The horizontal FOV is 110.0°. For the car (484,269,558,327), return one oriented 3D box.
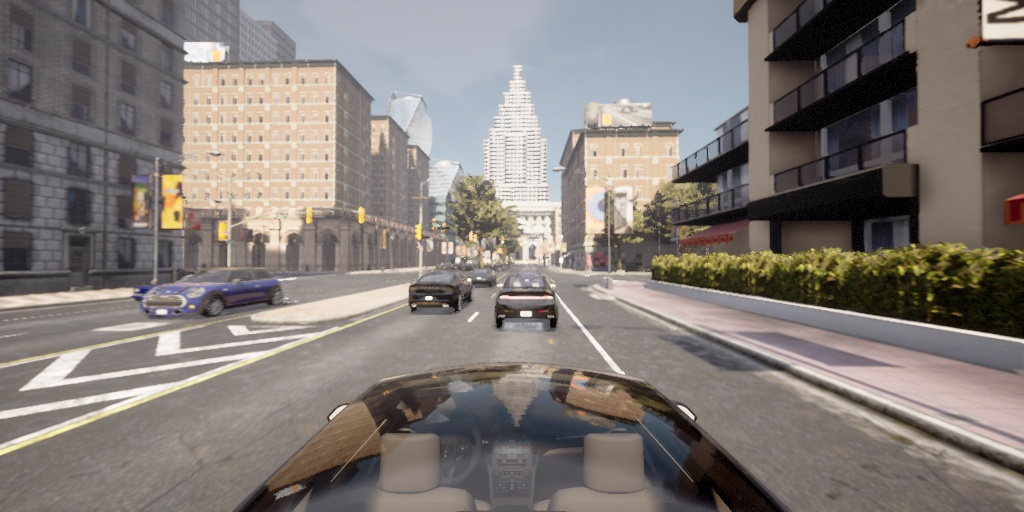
[{"bbox_3d":[0.484,1.370,12.047,2.128,1.511,4.902,0,-1,2],"label":"car"}]

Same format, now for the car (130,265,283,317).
[{"bbox_3d":[-11.120,1.230,13.728,2.097,1.767,4.553,0,-1,3],"label":"car"}]

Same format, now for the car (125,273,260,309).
[{"bbox_3d":[-14.473,1.511,16.727,1.895,1.301,4.718,0,-1,3],"label":"car"}]

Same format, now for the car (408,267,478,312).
[{"bbox_3d":[-2.881,1.392,15.364,1.882,1.535,5.008,0,-1,2],"label":"car"}]

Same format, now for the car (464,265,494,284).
[{"bbox_3d":[-2.332,1.640,28.344,1.994,1.385,4.181,0,-1,2],"label":"car"}]
